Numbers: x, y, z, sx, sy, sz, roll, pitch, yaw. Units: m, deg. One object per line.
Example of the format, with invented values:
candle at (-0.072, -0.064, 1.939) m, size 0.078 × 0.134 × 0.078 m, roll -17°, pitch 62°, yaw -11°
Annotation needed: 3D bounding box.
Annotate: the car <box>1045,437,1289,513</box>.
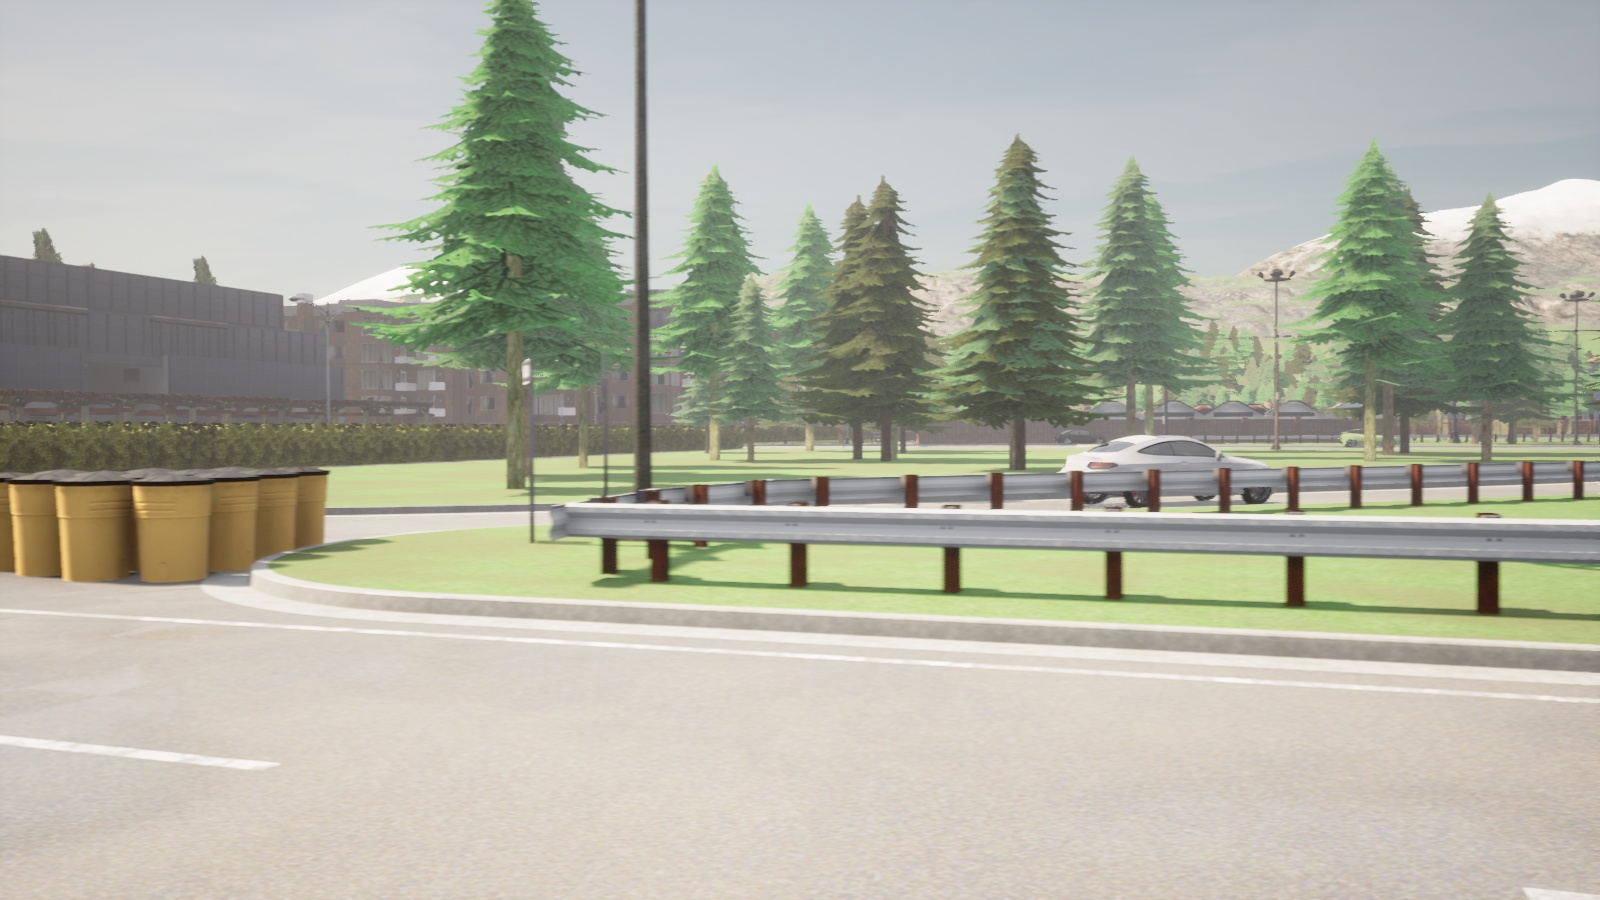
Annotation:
car at (7.574, 0.466, 25.889) m, size 4.674 × 1.442 × 1.812 m, roll 0°, pitch 1°, yaw -21°
